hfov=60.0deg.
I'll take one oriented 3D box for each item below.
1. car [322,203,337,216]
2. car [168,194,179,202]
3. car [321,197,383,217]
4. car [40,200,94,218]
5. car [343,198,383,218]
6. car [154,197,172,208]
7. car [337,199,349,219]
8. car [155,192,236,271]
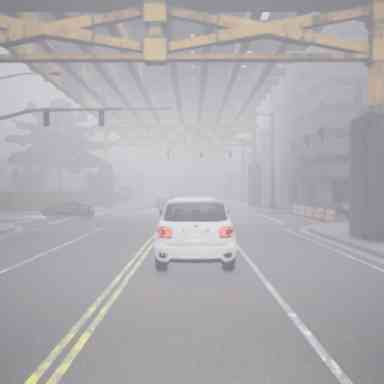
[{"bbox_3d":[13.638,1.064,27.957,4.536,1.218,1.853,0,0,25],"label":"car"},{"bbox_3d":[-3.509,1.090,62.640,1.812,1.442,4.674,0,0,0],"label":"car"},{"bbox_3d":[13.591,1.221,27.980,4.974,1.542,2.038,0,0,25],"label":"car"},{"bbox_3d":[-10.327,1.393,27.718,4.181,1.385,1.994,0,0,6],"label":"car"},{"bbox_3d":[13.313,1.094,23.838,4.536,1.218,1.853,0,0,-20],"label":"car"},{"bbox_3d":[-3.585,1.309,42.432,1.895,1.301,4.718,0,0,0],"label":"car"},{"bbox_3d":[13.264,1.252,23.821,4.974,1.542,2.038,0,0,-20],"label":"car"},{"bbox_3d":[0.078,1.146,10.769,2.150,2.045,5.566,0,0,0],"label":"car"}]
